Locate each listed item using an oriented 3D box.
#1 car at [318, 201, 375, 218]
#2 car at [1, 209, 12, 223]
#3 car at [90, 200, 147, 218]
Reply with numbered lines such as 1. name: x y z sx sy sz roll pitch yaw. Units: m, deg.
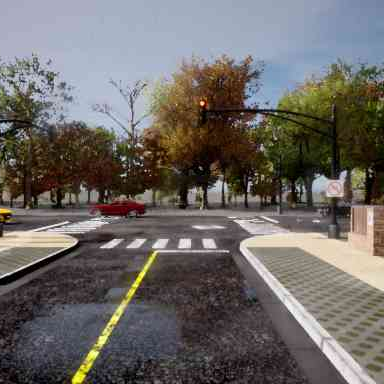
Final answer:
1. car: 13.768 1.552 29.598 4.902 1.511 2.128 0 0 0
2. car: -15.084 1.423 22.922 5.008 1.535 1.882 0 0 0
3. car: -6.508 1.464 29.616 5.008 1.535 1.882 0 0 0
